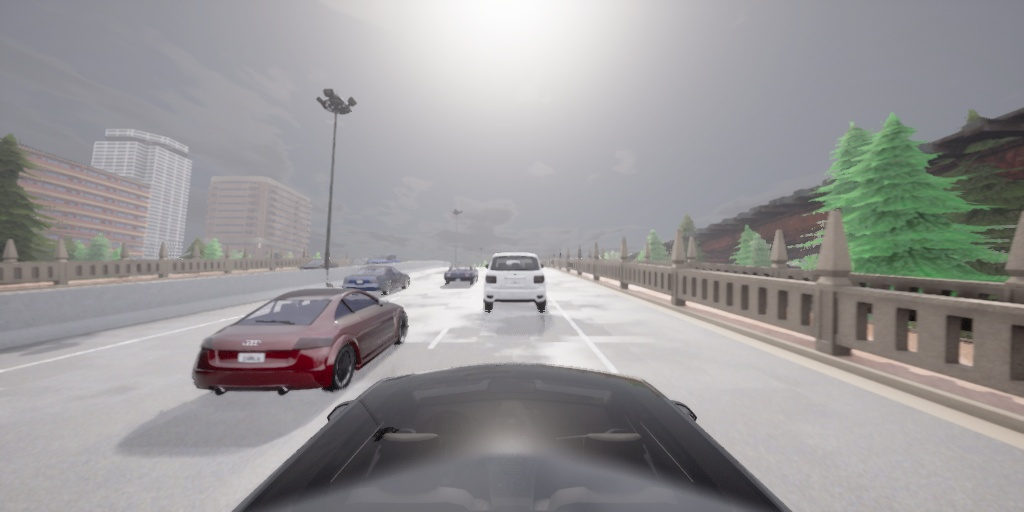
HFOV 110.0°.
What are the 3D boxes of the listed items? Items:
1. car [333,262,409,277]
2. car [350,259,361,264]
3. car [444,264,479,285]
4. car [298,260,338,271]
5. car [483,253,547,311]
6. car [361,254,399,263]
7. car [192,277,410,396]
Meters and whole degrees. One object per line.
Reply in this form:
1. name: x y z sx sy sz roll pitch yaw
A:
1. car: -6.902 1.209 18.743 2.033 1.411 5.357 0 0 0
2. car: -17.584 1.031 42.289 2.128 1.511 4.902 0 0 0
3. car: -3.400 1.231 24.864 1.895 1.301 4.718 0 0 0
4. car: -21.094 1.103 39.386 2.033 1.411 5.357 0 0 0
5. car: 0.100 0.907 14.107 2.150 2.045 5.566 0 0 0
6. car: -14.094 0.777 39.294 2.150 2.045 5.566 0 0 0
7. car: -3.403 1.288 6.692 1.994 1.385 4.181 0 0 0
